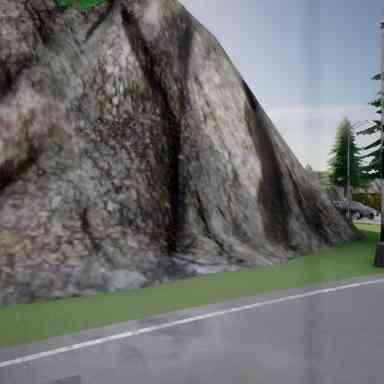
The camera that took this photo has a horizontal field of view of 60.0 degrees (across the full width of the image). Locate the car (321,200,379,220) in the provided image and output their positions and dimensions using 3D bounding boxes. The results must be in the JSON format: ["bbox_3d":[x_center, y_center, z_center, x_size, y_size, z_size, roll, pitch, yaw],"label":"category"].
[{"bbox_3d":[13.420,1.492,28.473,2.128,1.511,4.902,0,0,-25],"label":"car"}]
